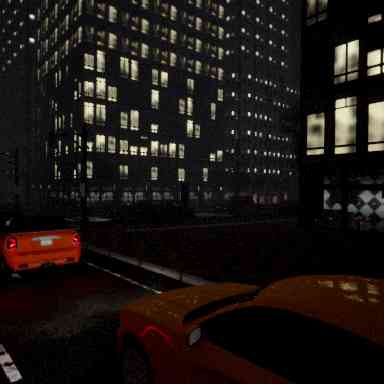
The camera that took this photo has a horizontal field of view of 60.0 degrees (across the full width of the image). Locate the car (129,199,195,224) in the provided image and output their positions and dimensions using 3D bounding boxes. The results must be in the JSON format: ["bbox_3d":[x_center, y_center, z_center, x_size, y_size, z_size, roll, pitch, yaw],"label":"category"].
[{"bbox_3d":[-2.087,1.525,26.738,5.009,1.841,2.192,1,0,-39],"label":"car"}]

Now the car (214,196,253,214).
[{"bbox_3d":[5.144,1.461,39.969,5.566,2.045,2.150,1,0,-39],"label":"car"}]

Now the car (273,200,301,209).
[{"bbox_3d":[14.625,1.883,50.935,4.313,1.339,1.947,1,0,-39],"label":"car"}]

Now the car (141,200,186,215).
[{"bbox_3d":[-3.081,1.649,36.694,4.829,1.417,1.752,1,0,-39],"label":"car"}]

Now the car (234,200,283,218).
[{"bbox_3d":[6.833,1.834,33.914,4.829,1.417,1.752,1,0,-39],"label":"car"}]

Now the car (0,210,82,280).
[{"bbox_3d":[-5.181,1.347,10.374,2.097,1.767,4.553,0,0,-40],"label":"car"}]

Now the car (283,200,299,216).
[{"bbox_3d":[11.095,1.937,37.343,4.206,1.307,1.802,1,0,-39],"label":"car"}]

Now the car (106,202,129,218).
[{"bbox_3d":[-5.679,1.644,31.279,4.674,1.442,1.812,1,1,-37],"label":"car"}]

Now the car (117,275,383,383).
[{"bbox_3d":[1.156,1.477,2.763,1.882,1.535,5.008,0,0,-40],"label":"car"}]
